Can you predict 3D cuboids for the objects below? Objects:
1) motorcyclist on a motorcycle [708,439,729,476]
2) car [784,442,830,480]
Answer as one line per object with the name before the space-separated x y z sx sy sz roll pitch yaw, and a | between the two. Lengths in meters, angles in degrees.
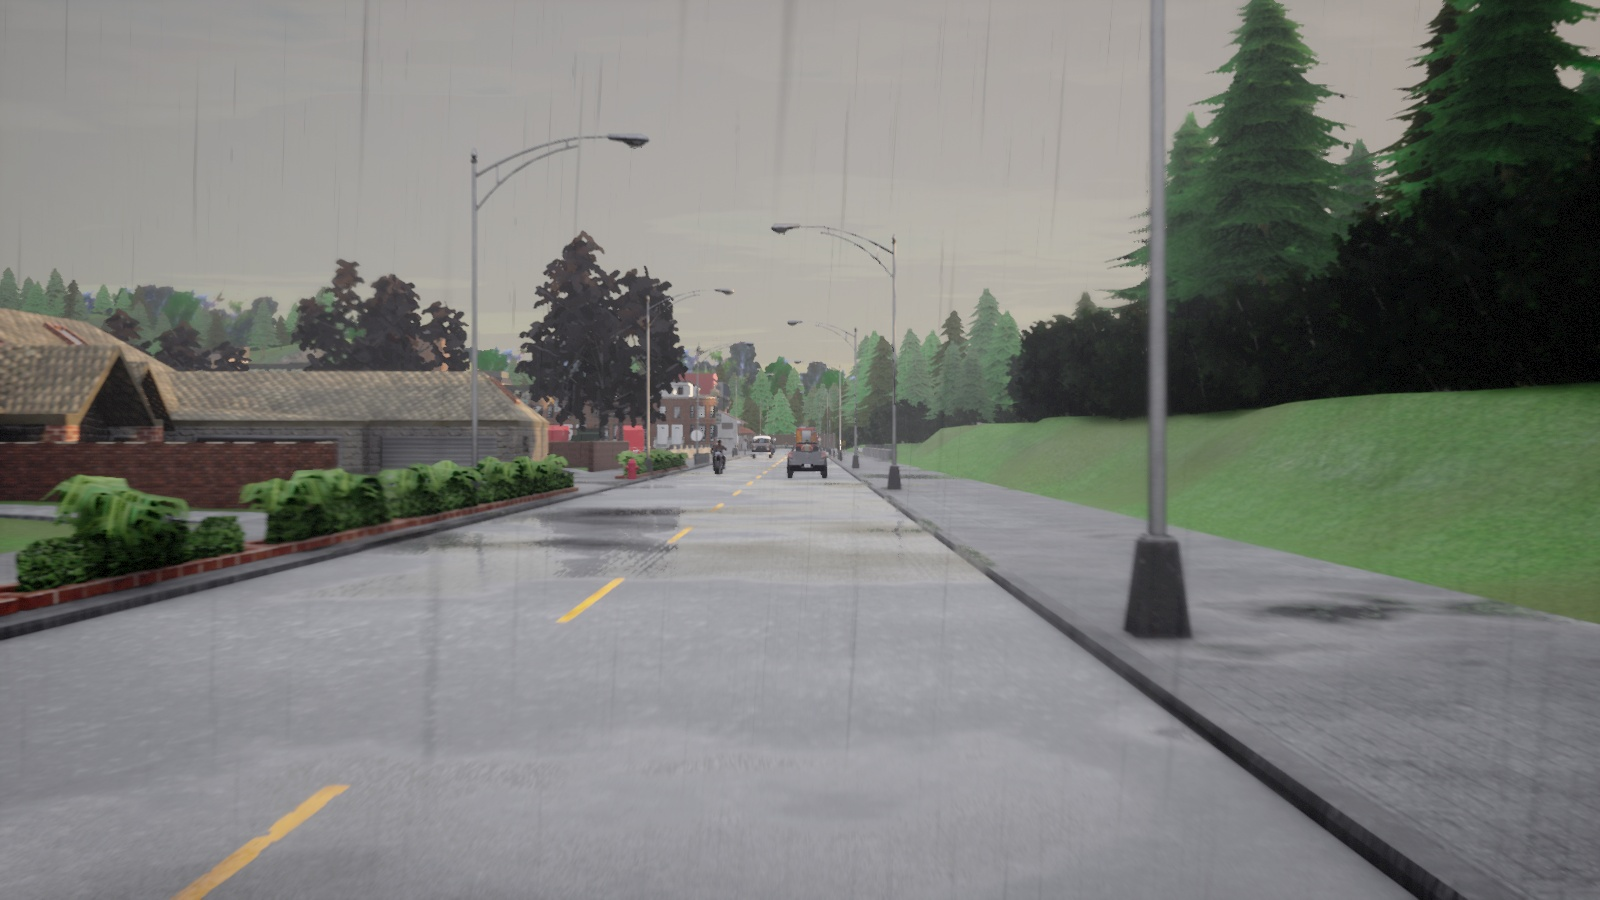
motorcyclist on a motorcycle | -3.685 0.323 56.836 0.766 1.649 2.350 0 1 0
car | 0.293 0.421 52.121 1.845 1.501 3.633 0 0 0
